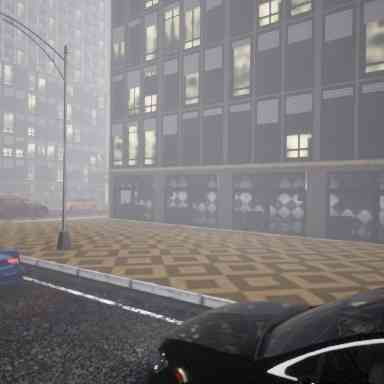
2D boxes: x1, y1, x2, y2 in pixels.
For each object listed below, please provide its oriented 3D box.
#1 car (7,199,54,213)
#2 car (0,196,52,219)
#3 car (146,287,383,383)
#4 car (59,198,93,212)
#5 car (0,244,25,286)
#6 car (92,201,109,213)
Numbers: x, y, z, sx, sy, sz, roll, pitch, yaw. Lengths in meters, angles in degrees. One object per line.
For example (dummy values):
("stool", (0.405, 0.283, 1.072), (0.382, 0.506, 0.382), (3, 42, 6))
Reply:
("car", (-19.478, 1.641, 40.304), (1.752, 1.417, 4.829), (1, 0, 37))
("car", (-15.999, 1.517, 30.922), (2.192, 1.841, 5.009), (1, 0, 37))
("car", (1.825, 1.505, 2.380), (4.892, 1.490, 1.837), (0, 0, 35))
("car", (-14.564, 1.551, 42.564), (2.097, 1.767, 4.553), (1, 0, 37))
("car", (-6.220, 1.543, 8.141), (5.357, 1.411, 2.033), (0, 0, 36))
("car", (-9.183, 1.828, 40.120), (1.752, 1.417, 4.829), (1, 0, 37))
